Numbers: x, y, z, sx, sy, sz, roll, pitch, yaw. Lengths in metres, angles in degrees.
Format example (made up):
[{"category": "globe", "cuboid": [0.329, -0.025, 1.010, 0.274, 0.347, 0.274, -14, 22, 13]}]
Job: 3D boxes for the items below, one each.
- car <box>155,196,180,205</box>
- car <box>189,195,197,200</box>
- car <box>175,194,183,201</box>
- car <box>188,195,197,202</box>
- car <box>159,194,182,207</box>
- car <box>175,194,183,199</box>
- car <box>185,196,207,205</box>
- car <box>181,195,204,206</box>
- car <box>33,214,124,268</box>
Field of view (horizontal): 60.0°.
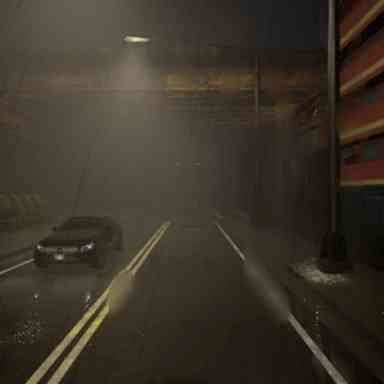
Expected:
[{"category": "car", "cuboid": [-3.636, 1.255, 51.031, 1.853, 1.218, 4.536, 0, 0, 25]}, {"category": "car", "cuboid": [0.127, 1.234, 77.325, 1.853, 1.218, 4.536, 0, 0, 0]}, {"category": "car", "cuboid": [-3.306, 1.384, 85.795, 2.038, 1.542, 4.974, 0, 0, 0]}, {"category": "car", "cuboid": [0.128, 1.391, 77.273, 2.038, 1.542, 4.974, 0, 0, 0]}, {"category": "car", "cuboid": [-3.657, 1.412, 50.983, 2.038, 1.542, 4.974, 0, 0, 25]}, {"category": "car", "cuboid": [-3.307, 1.227, 85.846, 1.853, 1.218, 4.536, 0, 0, 0]}, {"category": "car", "cuboid": [0.485, 1.255, 50.726, 1.853, 1.218, 4.536, 0, 0, -20]}, {"category": "car", "cuboid": [0.503, 1.412, 50.677, 2.038, 1.542, 4.974, 0, 0, -20]}, {"category": "car", "cuboid": [-3.580, 1.517, 11.373, 1.812, 1.442, 4.674, 0, 0, 1]}]
